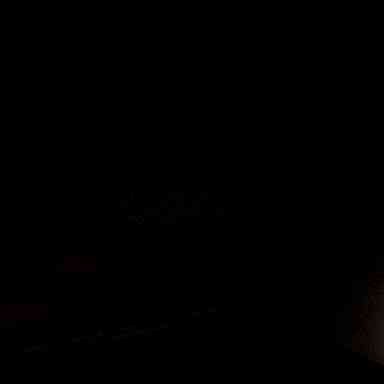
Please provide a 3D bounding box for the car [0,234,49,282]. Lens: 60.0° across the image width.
[{"bbox_3d":[-6.147,1.516,8.018,4.718,1.301,1.895,0,0,-34],"label":"car"}]
